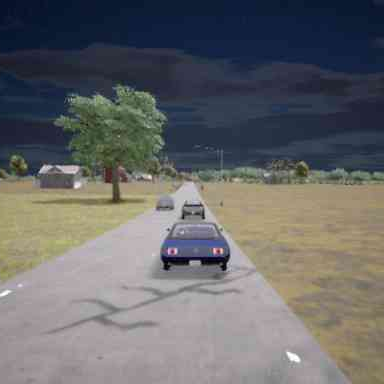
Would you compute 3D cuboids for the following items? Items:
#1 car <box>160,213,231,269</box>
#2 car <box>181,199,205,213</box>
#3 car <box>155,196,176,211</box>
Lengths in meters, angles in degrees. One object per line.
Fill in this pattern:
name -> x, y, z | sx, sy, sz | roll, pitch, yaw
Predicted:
car -> 0.094, 1.586, 10.996 | 1.895, 1.301, 4.718 | 0, 0, 0
car -> 0.100, 1.345, 27.747 | 2.128, 1.511, 4.902 | 0, 1, 0
car -> -2.833, 1.212, 36.279 | 1.837, 1.490, 4.892 | 0, 1, 0
